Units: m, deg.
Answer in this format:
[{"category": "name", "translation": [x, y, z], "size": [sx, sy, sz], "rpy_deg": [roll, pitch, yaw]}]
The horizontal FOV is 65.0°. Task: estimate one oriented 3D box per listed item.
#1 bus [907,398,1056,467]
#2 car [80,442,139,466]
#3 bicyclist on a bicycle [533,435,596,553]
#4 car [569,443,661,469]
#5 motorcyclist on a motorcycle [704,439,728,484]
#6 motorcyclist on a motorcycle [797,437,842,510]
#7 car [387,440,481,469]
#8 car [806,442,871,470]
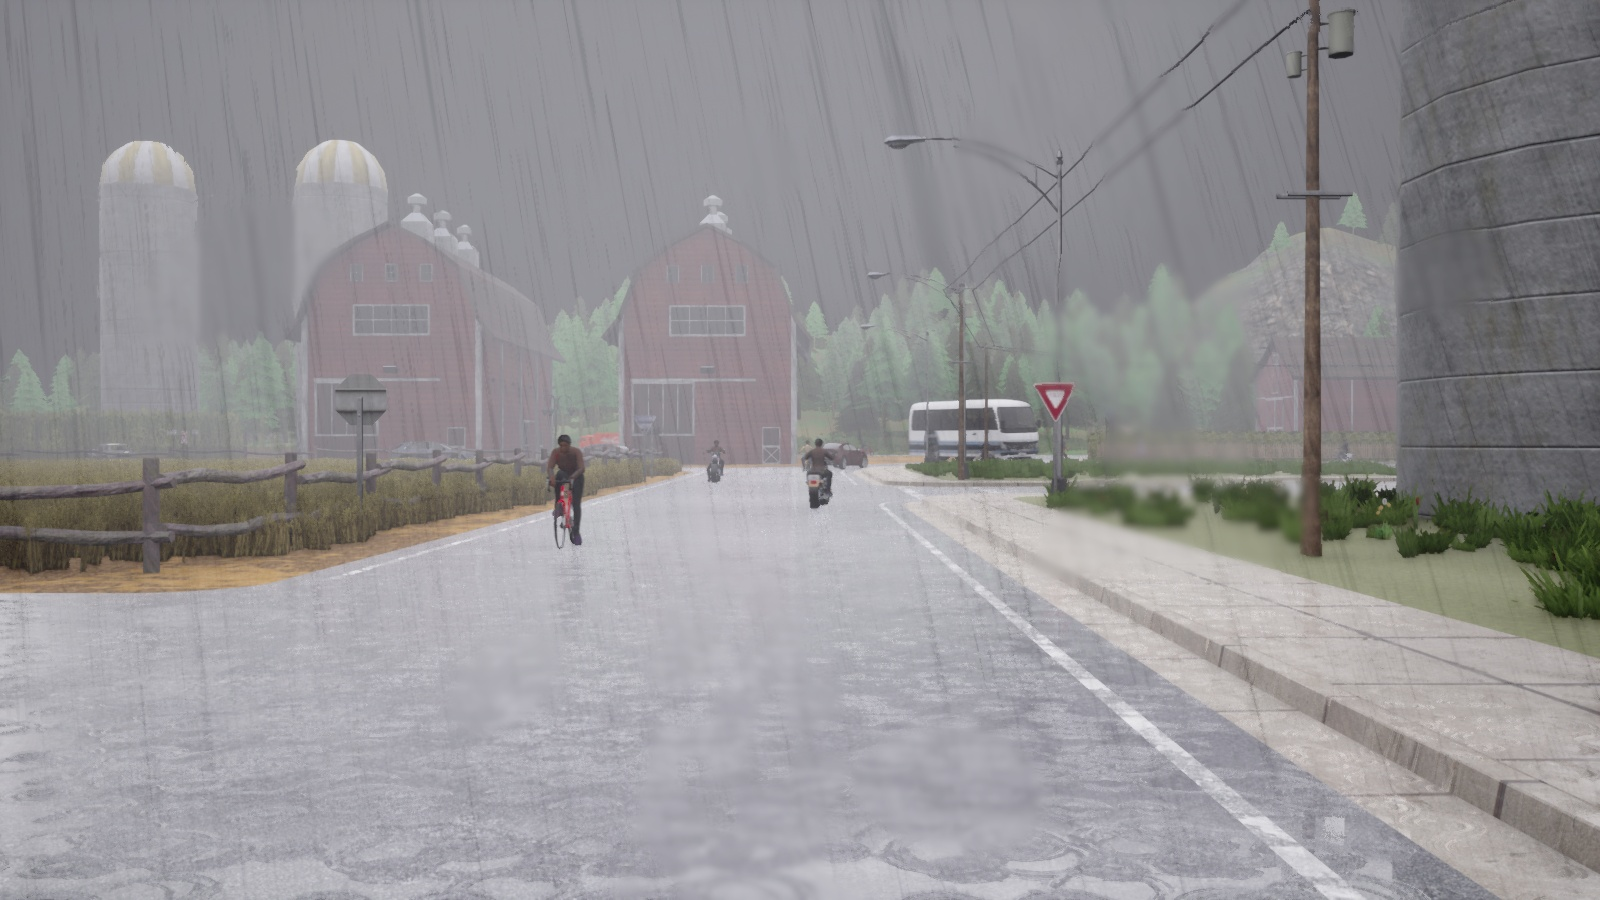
[{"category": "bus", "translation": [11.748, -1.166, 82.764], "size": [3.944, 4.253, 10.273], "rpy_deg": [-2, 2, -32]}, {"category": "car", "translation": [-43.372, 0.232, 78.848], "size": [3.806, 1.475, 1.970], "rpy_deg": [0, 0, 39]}, {"category": "bicyclist on a bicycle", "translation": [-3.383, 0.594, 18.137], "size": [0.582, 1.620, 1.656], "rpy_deg": [0, 1, 0]}, {"category": "car", "translation": [-10.594, 0.331, 72.118], "size": [4.792, 1.488, 2.163], "rpy_deg": [0, 0, 6]}, {"category": "motorcyclist on a motorcycle", "translation": [-3.215, 0.423, 48.118], "size": [0.766, 1.649, 2.350], "rpy_deg": [0, 0, 0]}, {"category": "motorcyclist on a motorcycle", "translation": [0.479, 0.530, 29.593], "size": [0.766, 1.649, 2.350], "rpy_deg": [0, 0, 8]}, {"category": "car", "translation": [-20.962, 0.253, 72.059], "size": [4.856, 1.649, 2.033], "rpy_deg": [0, 0, -3]}, {"category": "car", "translation": [2.225, 0.300, 71.229], "size": [1.882, 1.535, 5.008], "rpy_deg": [0, 0, 25]}]
